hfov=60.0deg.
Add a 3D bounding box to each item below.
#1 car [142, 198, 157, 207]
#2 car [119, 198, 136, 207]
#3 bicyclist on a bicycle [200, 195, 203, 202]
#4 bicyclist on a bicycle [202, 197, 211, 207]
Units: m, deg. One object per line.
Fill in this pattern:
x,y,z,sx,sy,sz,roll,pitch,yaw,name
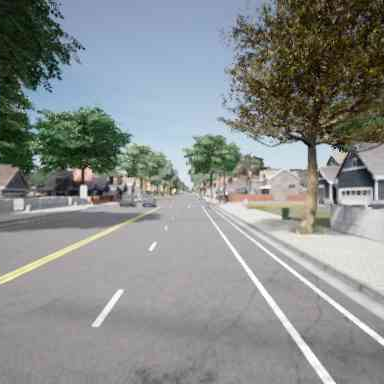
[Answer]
-6.518,1.624,51.725,2.033,1.411,5.357,0,0,0,car
-9.774,1.639,50.965,1.994,1.385,4.181,0,0,1,car
2.232,1.560,77.498,0.582,1.620,1.656,0,0,0,bicyclist on a bicycle
2.240,1.506,46.717,0.866,1.612,1.509,0,0,0,bicyclist on a bicycle
